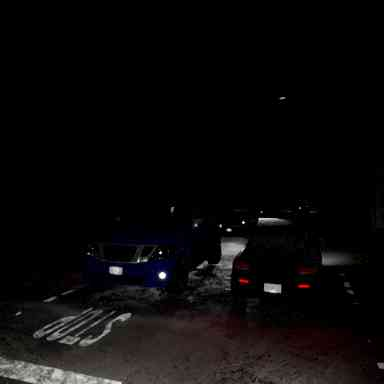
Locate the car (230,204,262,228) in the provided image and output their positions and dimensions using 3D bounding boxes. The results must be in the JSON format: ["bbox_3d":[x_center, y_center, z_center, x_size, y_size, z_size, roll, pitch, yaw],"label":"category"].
[{"bbox_3d":[2.566,1.605,18.851,1.895,1.301,4.718,0,0,19],"label":"car"}]

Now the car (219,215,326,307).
[{"bbox_3d":[2.162,1.527,8.034,1.812,1.442,4.674,0,0,19],"label":"car"}]

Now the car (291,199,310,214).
[{"bbox_3d":[12.204,1.693,37.380,1.994,1.385,4.181,0,-1,19],"label":"car"}]

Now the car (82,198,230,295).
[{"bbox_3d":[-0.666,1.223,9.299,2.150,2.045,5.566,0,0,18],"label":"car"}]

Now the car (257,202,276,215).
[{"bbox_3d":[6.736,1.610,31.063,1.994,1.385,4.181,0,0,19],"label":"car"}]

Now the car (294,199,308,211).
[{"bbox_3d":[15.379,1.743,46.883,1.882,1.535,5.008,0,-1,19],"label":"car"}]
